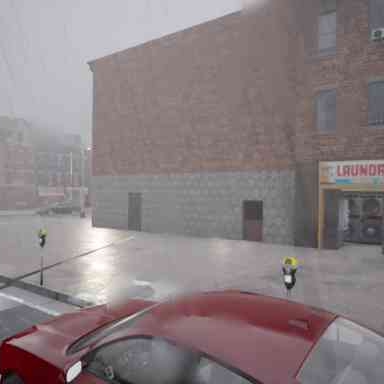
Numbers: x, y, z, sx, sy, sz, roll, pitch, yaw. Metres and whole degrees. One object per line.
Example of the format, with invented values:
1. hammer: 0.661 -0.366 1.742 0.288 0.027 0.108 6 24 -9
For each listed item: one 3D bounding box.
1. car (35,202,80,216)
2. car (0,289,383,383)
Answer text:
1. car: -14.728 1.843 36.628 1.837 1.490 4.892 1 -1 36
2. car: 0.132 1.544 2.704 4.507 1.381 1.887 0 1 36
